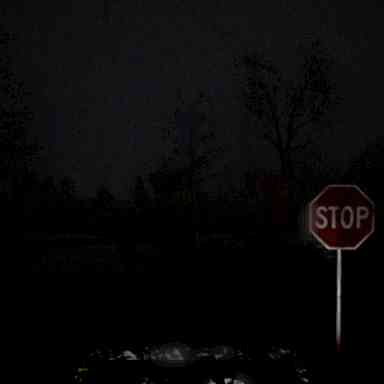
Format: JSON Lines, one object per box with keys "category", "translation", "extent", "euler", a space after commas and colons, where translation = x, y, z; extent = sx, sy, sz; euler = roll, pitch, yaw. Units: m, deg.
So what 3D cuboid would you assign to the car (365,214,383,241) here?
{"category": "car", "translation": [8.744, 1.756, 16.374], "extent": [4.181, 1.385, 1.994], "euler": [1, 1, 0]}
